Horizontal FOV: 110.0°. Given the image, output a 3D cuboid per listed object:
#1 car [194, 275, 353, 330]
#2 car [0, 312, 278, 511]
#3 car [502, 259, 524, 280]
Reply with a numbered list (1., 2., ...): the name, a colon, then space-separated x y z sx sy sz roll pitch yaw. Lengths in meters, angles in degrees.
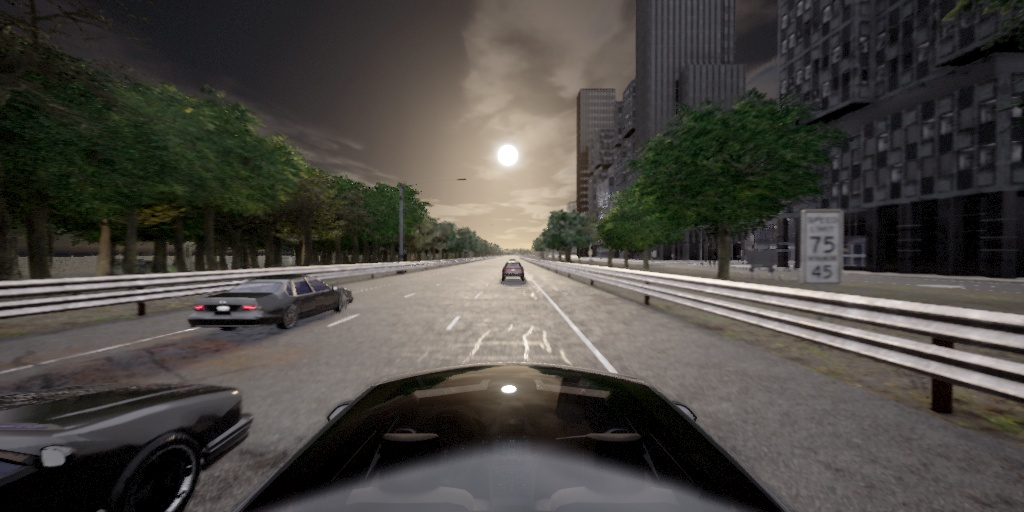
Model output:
1. car: -6.899 1.304 11.074 2.033 1.411 5.357 0 0 0
2. car: -3.399 1.298 0.926 2.033 1.411 5.357 0 0 0
3. car: 0.099 1.237 32.141 2.033 1.649 4.856 0 0 0
